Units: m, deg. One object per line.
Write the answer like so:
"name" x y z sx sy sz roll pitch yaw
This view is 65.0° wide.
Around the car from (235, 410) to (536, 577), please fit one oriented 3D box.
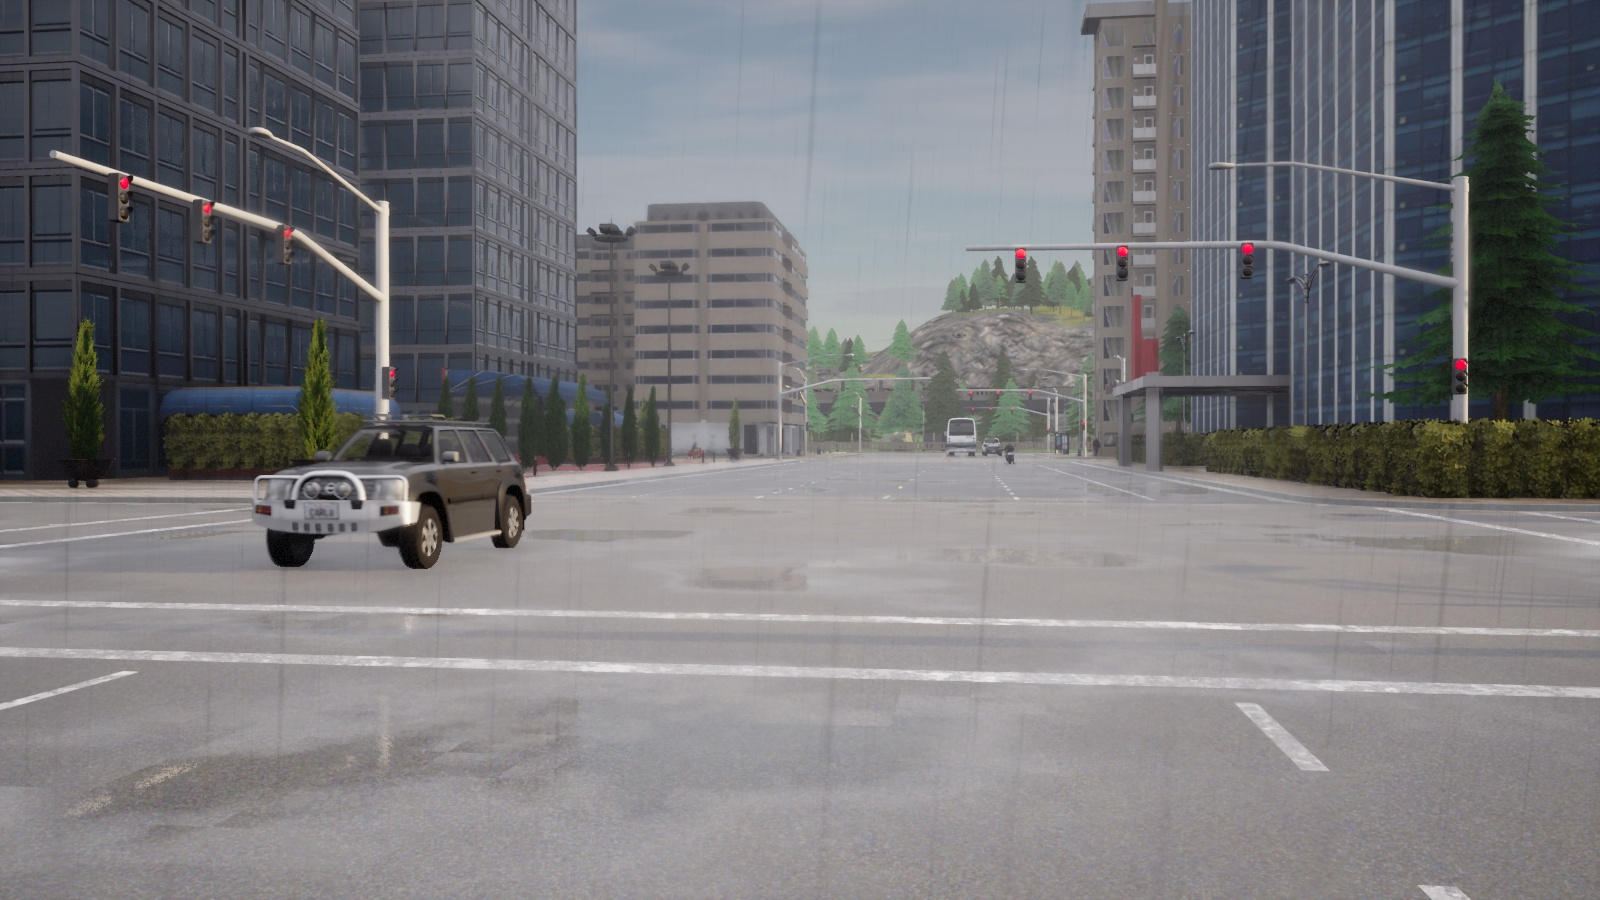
"car" -5.120 0.467 16.300 1.932 1.855 4.605 0 0 7
